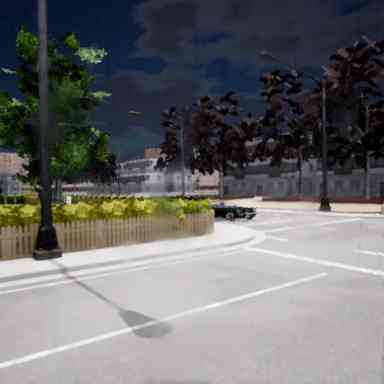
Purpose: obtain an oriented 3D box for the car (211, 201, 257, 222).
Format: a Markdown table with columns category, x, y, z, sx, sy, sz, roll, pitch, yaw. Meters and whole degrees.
| category | x | y | z | sx | sy | sz | roll | pitch | yaw |
| --- | --- | --- | --- | --- | --- | --- | --- | --- | --- |
| car | 2.248 | 1.275 | 23.030 | 1.895 | 1.301 | 4.718 | -2 | 1 | -36 |
